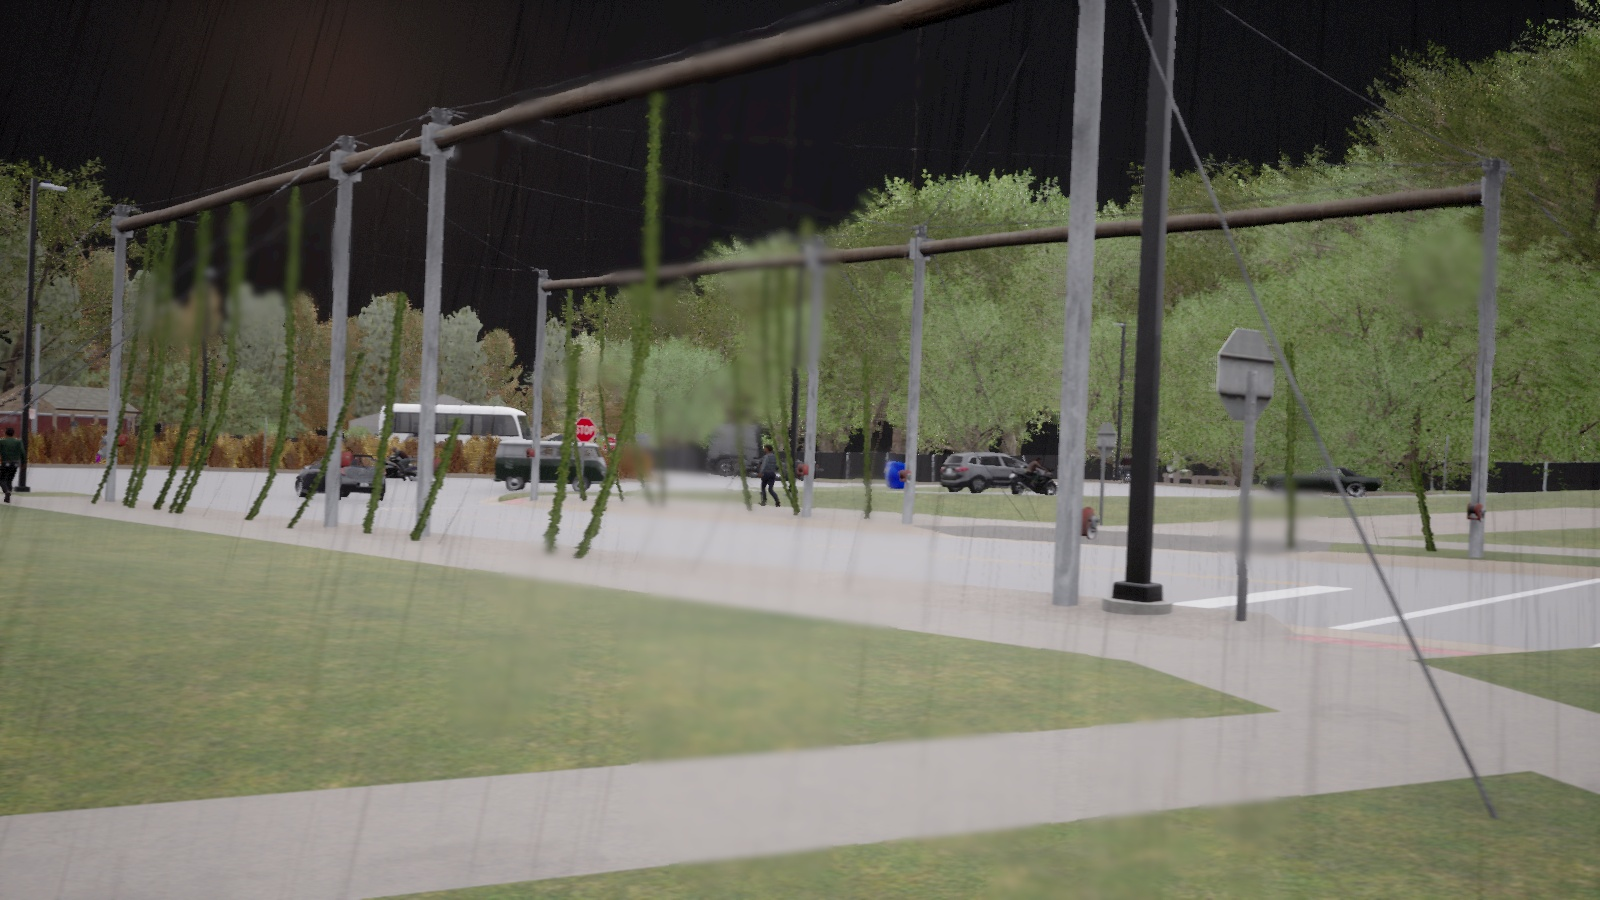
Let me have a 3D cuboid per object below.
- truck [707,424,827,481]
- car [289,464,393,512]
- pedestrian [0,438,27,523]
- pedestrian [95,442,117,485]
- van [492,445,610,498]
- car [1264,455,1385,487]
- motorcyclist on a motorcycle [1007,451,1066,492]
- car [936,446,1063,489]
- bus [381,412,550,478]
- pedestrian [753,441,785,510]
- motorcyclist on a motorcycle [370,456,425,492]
[{"bbox_3d":[-2.191,0.190,79.645,7.936,3.462,2.891,0,-1,45],"label":"truck"},{"bbox_3d":[-14.966,1.203,40.890,1.845,1.501,3.633,1,-1,-44],"label":"car"},{"bbox_3d":[-18.469,0.702,29.397,0.788,1.949,0.423,1,0,44],"label":"pedestrian"},{"bbox_3d":[-32.507,0.635,58.804,0.873,1.952,0.659,1,0,-29],"label":"pedestrian"},{"bbox_3d":[-9.790,0.844,49.660,4.442,1.987,1.775,1,1,-7],"label":"van"},{"bbox_3d":[22.907,0.910,54.840,4.718,1.301,1.895,-1,-1,27],"label":"car"},{"bbox_3d":[9.005,0.822,47.821,2.044,1.523,0.797,1,-1,-20],"label":"motorcyclist on a motorcycle"},{"bbox_3d":[8.167,0.699,51.376,4.611,1.667,2.242,0,-1,-21],"label":"car"},{"bbox_3d":[-22.405,-0.367,84.506,10.273,4.253,3.944,0,1,1],"label":"bus"},{"bbox_3d":[-0.888,0.716,36.130,0.788,1.949,0.423,1,0,42],"label":"pedestrian"},{"bbox_3d":[-17.296,1.016,53.974,2.191,1.530,0.866,0,1,-21],"label":"motorcyclist on a motorcycle"}]
